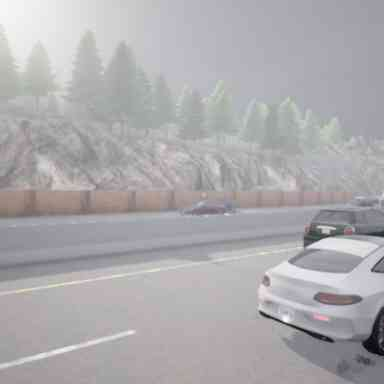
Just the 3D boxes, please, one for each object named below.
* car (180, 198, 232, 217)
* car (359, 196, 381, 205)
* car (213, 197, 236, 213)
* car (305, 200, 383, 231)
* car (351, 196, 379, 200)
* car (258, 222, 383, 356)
[{"bbox_3d":[1.113,1.521,30.522,4.674,1.442,1.812,0,0,-36],"label":"car"},{"bbox_3d":[31.550,1.485,58.840,5.008,1.535,1.882,-1,1,-43],"label":"car"},{"bbox_3d":[2.591,1.347,35.890,4.553,1.767,2.097,0,0,-36],"label":"car"},{"bbox_3d":[6.267,1.355,12.461,4.553,1.767,2.097,0,0,-35],"label":"car"},{"bbox_3d":[20.051,1.500,40.173,4.902,1.511,2.128,0,0,-37],"label":"car"},{"bbox_3d":[3.216,1.526,6.027,4.674,1.442,1.812,0,0,-35],"label":"car"}]
